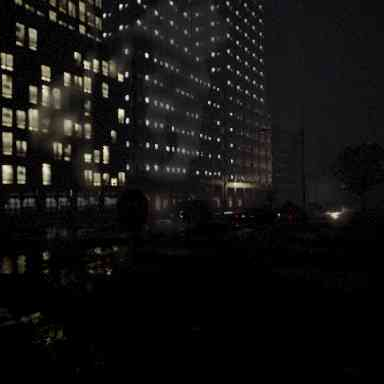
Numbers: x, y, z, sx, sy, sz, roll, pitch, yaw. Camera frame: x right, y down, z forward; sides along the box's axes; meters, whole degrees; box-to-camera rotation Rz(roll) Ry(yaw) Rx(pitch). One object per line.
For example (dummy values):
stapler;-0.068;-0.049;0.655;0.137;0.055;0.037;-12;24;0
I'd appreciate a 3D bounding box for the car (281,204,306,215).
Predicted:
car;13.178;2.283;44.414;1.882;1.535;5.008;-1;-2;37

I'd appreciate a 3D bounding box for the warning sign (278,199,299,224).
warning sign;7.746;1.543;26.706;1.300;1.860;1.060;0;0;36

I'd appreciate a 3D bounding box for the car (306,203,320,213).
car;19.140;2.448;52.644;1.882;1.535;5.008;-1;-2;36

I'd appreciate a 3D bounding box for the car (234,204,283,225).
car;5.564;2.020;28.405;2.033;1.411;5.357;-1;-2;36

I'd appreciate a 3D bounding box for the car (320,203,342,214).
car;20.947;2.419;49.459;1.812;1.442;4.674;-1;-2;36

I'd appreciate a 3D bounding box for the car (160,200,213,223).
car;-0.165;1.790;31.918;2.150;2.045;5.566;-1;-2;36

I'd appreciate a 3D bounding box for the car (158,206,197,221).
car;-1.472;2.219;35.624;1.994;1.385;4.181;-1;-2;36
